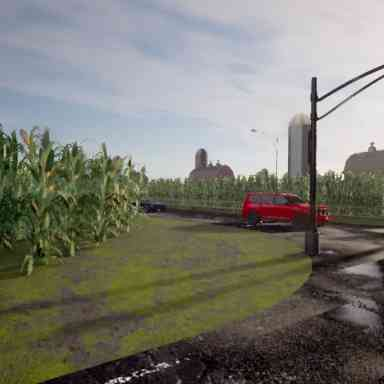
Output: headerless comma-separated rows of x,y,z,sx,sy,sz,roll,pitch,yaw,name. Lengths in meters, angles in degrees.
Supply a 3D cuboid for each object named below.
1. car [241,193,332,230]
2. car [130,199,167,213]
5.675,1.090,20.669,2.150,2.045,5.566,1,0,-44,car
-4.428,1.330,32.938,1.895,1.301,4.718,2,0,-38,car
